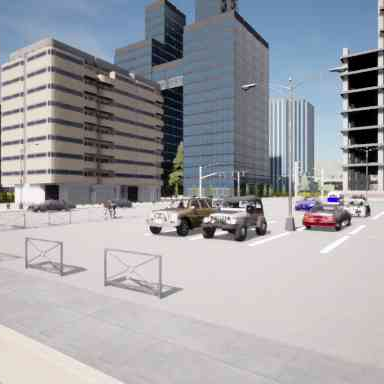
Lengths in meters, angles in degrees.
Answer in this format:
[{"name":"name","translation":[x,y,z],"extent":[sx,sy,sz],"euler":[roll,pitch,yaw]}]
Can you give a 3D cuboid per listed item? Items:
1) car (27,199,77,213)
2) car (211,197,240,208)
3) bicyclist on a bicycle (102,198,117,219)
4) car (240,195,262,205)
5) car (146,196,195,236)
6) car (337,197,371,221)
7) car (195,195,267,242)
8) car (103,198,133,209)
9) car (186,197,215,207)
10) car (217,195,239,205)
[{"name":"car","translation":[-15.935,1.547,38.164],"extent":[2.033,1.411,5.357],"euler":[0,0,34]},{"name":"car","translation":[5.155,1.547,50.462],"extent":[2.033,1.411,5.357],"euler":[0,0,33]},{"name":"bicyclist on a bicycle","translation":[-6.500,1.302,26.216],"extent":[1.656,1.620,0.582],"euler":[0,0,34]},{"name":"car","translation":[10.415,1.352,58.340],"extent":[2.097,1.767,4.553],"euler":[0,0,34]},{"name":"car","translation":[-0.257,1.153,17.266],"extent":[1.932,1.855,4.605],"euler":[0,0,34]},{"name":"car","translation":[14.116,1.395,28.578],"extent":[1.970,1.475,3.806],"euler":[0,0,34]},{"name":"car","translation":[2.113,1.156,15.603],"extent":[1.905,1.878,3.866],"euler":[0,0,34]},{"name":"car","translation":[-10.309,1.564,46.537],"extent":[1.994,1.385,4.181],"euler":[0,0,35]},{"name":"car","translation":[1.342,1.491,51.135],"extent":[2.128,1.511,4.902],"euler":[0,0,34]},{"name":"car","translation":[6.380,1.352,58.768],"extent":[2.097,1.767,4.553],"euler":[0,0,34]}]
